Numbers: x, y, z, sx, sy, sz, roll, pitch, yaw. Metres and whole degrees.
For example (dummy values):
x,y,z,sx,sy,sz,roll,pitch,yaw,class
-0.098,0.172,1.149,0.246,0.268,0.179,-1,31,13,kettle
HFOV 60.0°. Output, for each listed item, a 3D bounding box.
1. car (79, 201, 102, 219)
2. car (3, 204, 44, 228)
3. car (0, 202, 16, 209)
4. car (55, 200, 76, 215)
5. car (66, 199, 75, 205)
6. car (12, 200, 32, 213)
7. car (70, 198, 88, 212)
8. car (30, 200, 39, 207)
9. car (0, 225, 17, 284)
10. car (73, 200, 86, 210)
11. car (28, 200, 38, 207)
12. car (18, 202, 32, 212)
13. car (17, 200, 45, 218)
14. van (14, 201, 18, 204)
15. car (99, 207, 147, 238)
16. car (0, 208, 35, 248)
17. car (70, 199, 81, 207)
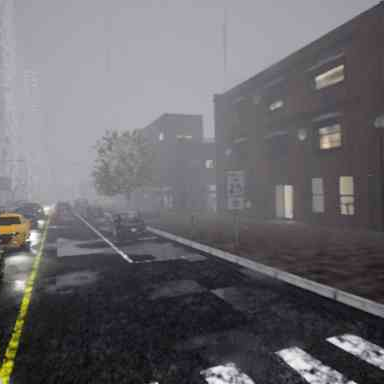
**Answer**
x,y,z,sx,sy,sz,roll,pitch,yaw,class
-9.933,1.930,33.687,2.008,1.369,4.403,-3,0,-22,car
-12.969,1.978,25.838,2.128,1.511,4.902,-2,0,-22,car
-17.719,2.079,30.520,1.967,1.590,4.097,-3,0,-22,car
-15.912,2.073,41.462,1.837,1.490,4.892,-2,0,-22,car
-31.167,2.593,85.588,1.947,1.339,4.313,-3,0,-22,car
-26.367,2.217,51.688,2.192,1.841,5.009,-3,0,-22,car
-16.517,1.895,49.729,2.192,1.841,5.009,-3,0,-22,car
-38.861,2.809,82.268,1.752,1.417,4.829,-3,0,-22,car
-5.488,1.804,7.516,2.033,1.411,5.357,-2,0,-22,car
-18.666,2.171,55.010,1.752,1.417,4.829,-3,0,-22,car
-36.767,2.745,77.146,1.752,1.417,4.829,-3,0,-22,car
-28.388,2.489,56.655,1.752,1.417,4.829,-3,0,-22,car
-16.594,1.951,34.780,2.097,1.767,4.553,-2,0,-22,car
-22.177,2.116,41.443,1.690,1.788,3.998,-3,0,-22,van
-3.819,1.742,19.045,2.008,1.369,4.403,-3,0,-22,car
-9.163,1.847,16.503,1.882,1.535,5.008,-2,0,-22,car
-24.672,2.306,70.545,1.882,1.535,5.008,-2,0,-22,car
